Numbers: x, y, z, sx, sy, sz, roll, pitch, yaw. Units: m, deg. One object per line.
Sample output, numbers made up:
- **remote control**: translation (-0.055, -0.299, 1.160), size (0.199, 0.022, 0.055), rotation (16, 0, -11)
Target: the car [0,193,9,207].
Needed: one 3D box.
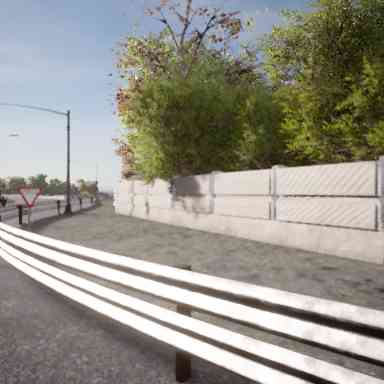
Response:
- **car**: translation (-26.977, 1.088, 45.127), size (2.150, 2.045, 5.566), rotation (1, 0, -9)
